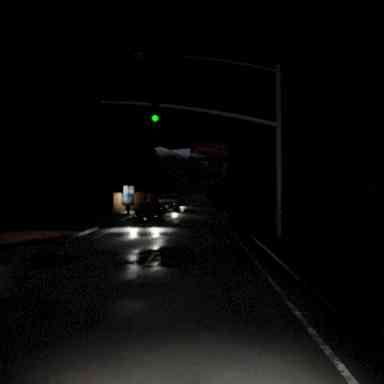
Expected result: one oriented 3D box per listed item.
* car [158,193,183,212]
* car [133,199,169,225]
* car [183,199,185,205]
[{"bbox_3d":[-2.635,1.210,38.415,2.150,2.045,5.566,0,0,2],"label":"car"},{"bbox_3d":[-2.989,1.502,23.961,1.837,1.490,4.892,0,0,1],"label":"car"},{"bbox_3d":[-2.230,1.451,53.582,1.882,1.535,5.008,0,0,2],"label":"car"}]
